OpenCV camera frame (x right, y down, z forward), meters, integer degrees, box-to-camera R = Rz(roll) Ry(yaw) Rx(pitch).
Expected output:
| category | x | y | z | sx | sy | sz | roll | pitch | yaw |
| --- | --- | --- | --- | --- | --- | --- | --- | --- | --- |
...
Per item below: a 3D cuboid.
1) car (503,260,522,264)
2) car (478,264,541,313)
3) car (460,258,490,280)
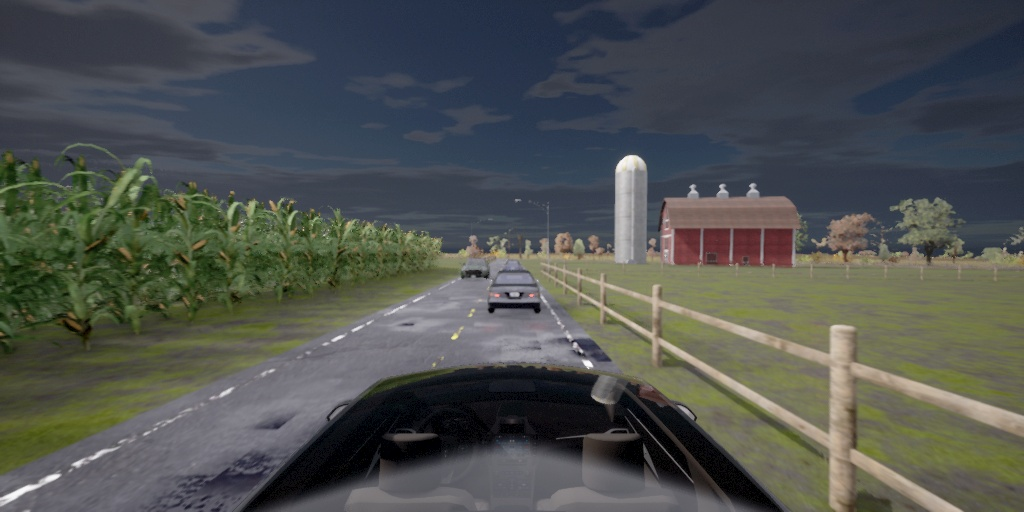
| category | x | y | z | sx | sy | sz | roll | pitch | yaw |
| --- | --- | --- | --- | --- | --- | --- | --- | --- | --- |
| car | 0.073 | 1.081 | 35.764 | 1.994 | 1.385 | 4.181 | 0 | 0 | 0 |
| car | 0.084 | 1.214 | 13.538 | 2.033 | 1.411 | 5.357 | 0 | 0 | 0 |
| car | -2.851 | 0.915 | 28.742 | 2.097 | 1.767 | 4.553 | 0 | 0 | 0 |
